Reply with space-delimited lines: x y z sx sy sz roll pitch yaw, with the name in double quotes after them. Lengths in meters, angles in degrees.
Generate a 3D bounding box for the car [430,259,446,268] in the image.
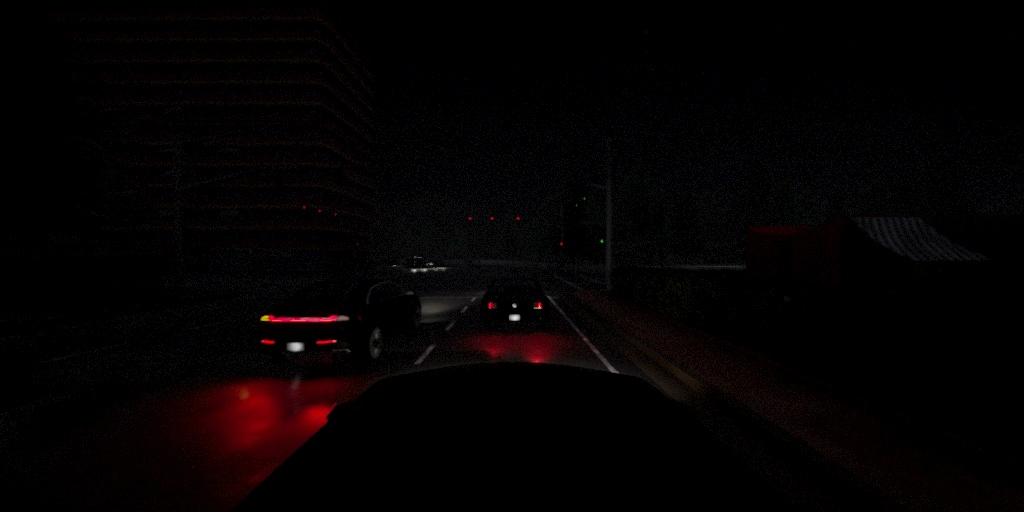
-12.663 1.200 59.781 2.033 1.411 5.357 0 0 -29 "car"

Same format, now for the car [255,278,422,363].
-3.431 1.231 8.130 2.128 1.511 4.902 0 0 0 "car"

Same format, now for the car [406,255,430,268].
-15.282 0.879 57.171 2.150 2.045 5.566 0 0 -29 "car"

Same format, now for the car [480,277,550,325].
0.090 1.334 11.684 1.895 1.301 4.718 0 0 0 "car"
